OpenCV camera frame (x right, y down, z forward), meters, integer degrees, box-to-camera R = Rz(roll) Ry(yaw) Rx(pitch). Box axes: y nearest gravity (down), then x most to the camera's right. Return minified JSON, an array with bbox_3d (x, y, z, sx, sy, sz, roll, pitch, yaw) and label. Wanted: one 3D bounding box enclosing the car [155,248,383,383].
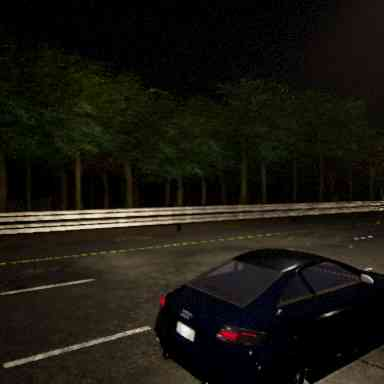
[{"bbox_3d":[1.560,1.564,4.982,4.181,1.385,1.994,0,0,-36],"label":"car"}]
